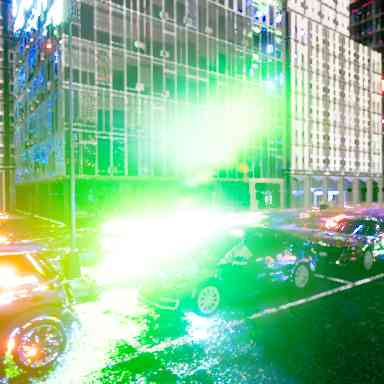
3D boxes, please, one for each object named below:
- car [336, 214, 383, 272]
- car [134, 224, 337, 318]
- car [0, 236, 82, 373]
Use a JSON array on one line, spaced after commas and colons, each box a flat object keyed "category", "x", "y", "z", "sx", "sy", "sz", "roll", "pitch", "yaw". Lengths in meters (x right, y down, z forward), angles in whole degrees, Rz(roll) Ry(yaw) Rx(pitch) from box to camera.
[{"category": "car", "x": 5.421, "y": 1.432, "z": 10.400, "sx": 4.507, "sy": 1.381, "sz": 1.887, "roll": -1, "pitch": 1, "yaw": -35}, {"category": "car", "x": 0.911, "y": 1.498, "z": 7.197, "sx": 4.403, "sy": 1.369, "sz": 2.008, "roll": -1, "pitch": 1, "yaw": -35}, {"category": "car", "x": -3.600, "y": 1.448, "z": 3.993, "sx": 4.097, "sy": 1.590, "sz": 1.967, "roll": -1, "pitch": 1, "yaw": -35}]
